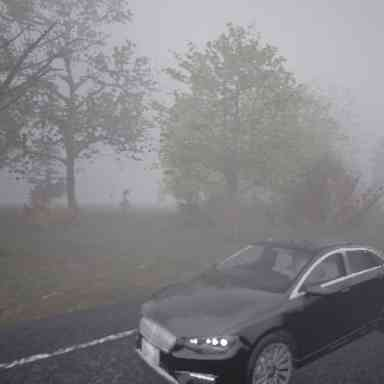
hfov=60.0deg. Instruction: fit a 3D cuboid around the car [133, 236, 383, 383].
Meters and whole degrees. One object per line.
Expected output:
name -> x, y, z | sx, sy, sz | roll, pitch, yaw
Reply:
car -> 1.533, 1.496, 5.091 | 4.902, 1.511, 2.128 | 0, 0, -36
